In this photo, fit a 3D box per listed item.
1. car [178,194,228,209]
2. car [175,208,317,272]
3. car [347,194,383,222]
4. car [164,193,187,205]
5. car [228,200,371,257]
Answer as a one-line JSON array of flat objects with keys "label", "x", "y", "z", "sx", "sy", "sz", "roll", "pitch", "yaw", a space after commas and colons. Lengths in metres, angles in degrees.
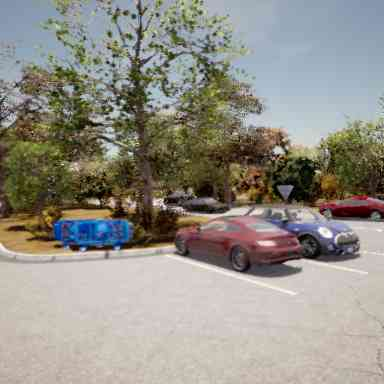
[{"label": "car", "x": 1.232, "y": 1.230, "z": 31.058, "sx": 2.033, "sy": 1.411, "sz": 5.357, "roll": -4, "pitch": 3, "yaw": -35}, {"label": "car", "x": 1.264, "y": 1.470, "z": 10.685, "sx": 2.002, "sy": 1.452, "sz": 4.674, "roll": 0, "pitch": 0, "yaw": -35}, {"label": "car", "x": 11.369, "y": 1.109, "z": 22.985, "sx": 5.008, "sy": 1.535, "sz": 1.882, "roll": 0, "pitch": 4, "yaw": 44}, {"label": "car", "x": -1.601, "y": 0.886, "z": 40.410, "sx": 2.128, "sy": 1.511, "sz": 4.902, "roll": -4, "pitch": 3, "yaw": -36}, {"label": "car", "x": 3.817, "y": 1.285, "z": 12.563, "sx": 2.185, "sy": 1.767, "sz": 4.553, "roll": 0, "pitch": 0, "yaw": -35}]
